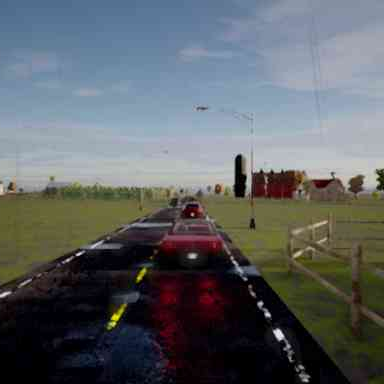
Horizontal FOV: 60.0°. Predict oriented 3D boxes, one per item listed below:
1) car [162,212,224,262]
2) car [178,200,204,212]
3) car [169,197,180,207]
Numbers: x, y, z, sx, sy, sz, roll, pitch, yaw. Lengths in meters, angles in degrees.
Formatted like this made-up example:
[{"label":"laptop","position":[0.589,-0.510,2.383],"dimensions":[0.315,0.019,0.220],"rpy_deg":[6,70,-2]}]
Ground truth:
[{"label":"car","position":[0.039,1.626,12.118],"dimensions":[1.895,1.301,4.718],"rpy_deg":[0,0,1]},{"label":"car","position":[0.057,1.592,28.451],"dimensions":[1.812,1.442,4.674],"rpy_deg":[0,0,1]},{"label":"car","position":[-2.802,1.662,55.960],"dimensions":[1.837,1.490,4.892],"rpy_deg":[0,0,0]}]
